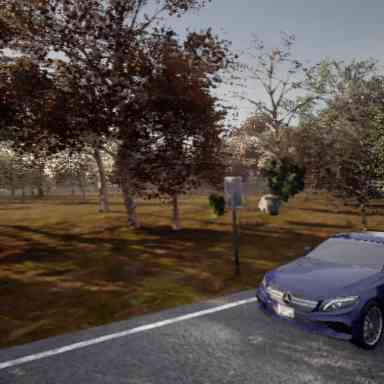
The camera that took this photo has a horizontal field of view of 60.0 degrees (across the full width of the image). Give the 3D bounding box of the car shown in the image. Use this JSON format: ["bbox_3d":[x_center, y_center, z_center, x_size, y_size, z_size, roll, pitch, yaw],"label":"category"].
[{"bbox_3d":[3.300,1.506,6.304,4.674,1.442,1.812,0,0,-35],"label":"car"}]
